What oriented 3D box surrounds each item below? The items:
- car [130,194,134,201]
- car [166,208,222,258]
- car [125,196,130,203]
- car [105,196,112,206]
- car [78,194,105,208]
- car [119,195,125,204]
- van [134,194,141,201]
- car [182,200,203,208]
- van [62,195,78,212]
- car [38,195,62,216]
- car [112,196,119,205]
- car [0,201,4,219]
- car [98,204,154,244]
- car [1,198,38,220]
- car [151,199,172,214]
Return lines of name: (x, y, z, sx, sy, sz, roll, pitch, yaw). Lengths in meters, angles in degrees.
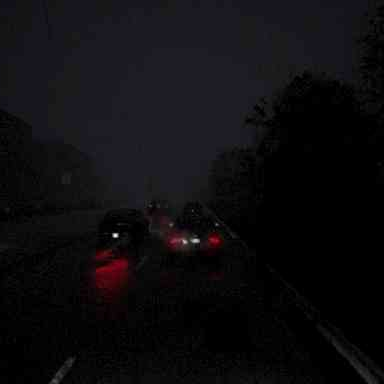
car: (-15.626, 1.734, 78.063, 2.002, 1.452, 4.674, 0, 0, 0)
car: (0.083, 1.586, 12.909, 2.033, 1.411, 5.357, 0, 0, 0)
car: (-15.604, 1.551, 72.442, 2.185, 1.767, 4.553, 0, 0, 0)
car: (-15.542, 1.624, 55.840, 2.097, 1.535, 5.008, 0, 0, 0)
car: (-15.521, 1.355, 50.408, 2.435, 2.045, 5.566, 0, 0, 0)
car: (-15.584, 1.533, 66.917, 2.185, 1.767, 4.553, 0, 0, 0)
van: (-15.667, 1.503, 88.995, 1.878, 1.987, 4.442, 0, 0, 0)
car: (0.055, 1.593, 34.176, 2.128, 1.511, 4.902, 0, 0, 0)
van: (-15.479, 1.345, 39.144, 1.878, 1.987, 4.442, 0, 0, 0)
car: (-15.459, 1.428, 33.766, 2.185, 1.767, 4.553, 0, 0, 0)
car: (-15.564, 1.642, 61.366, 2.231, 1.521, 4.892, 0, 0, 0)
car: (-15.418, 1.559, 22.812, 2.002, 1.452, 4.674, 0, 0, 0)
car: (-3.172, 1.553, 16.183, 1.837, 1.490, 4.892, 0, 0, 0)
car: (-15.438, 1.411, 28.241, 2.185, 1.767, 4.553, 0, 0, 0)
car: (-3.195, 1.453, 33.982, 2.097, 1.767, 4.553, 0, 0, 0)
